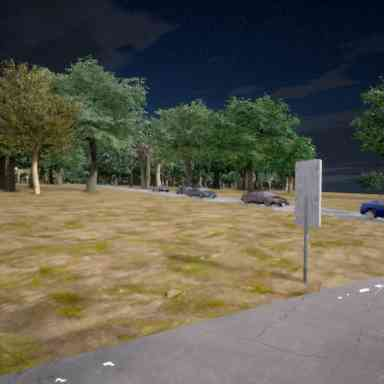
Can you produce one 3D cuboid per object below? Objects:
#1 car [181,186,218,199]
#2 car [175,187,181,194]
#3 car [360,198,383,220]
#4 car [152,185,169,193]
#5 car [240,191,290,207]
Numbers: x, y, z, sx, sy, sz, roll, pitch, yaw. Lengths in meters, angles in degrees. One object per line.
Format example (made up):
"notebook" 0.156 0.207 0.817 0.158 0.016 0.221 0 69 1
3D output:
"car" 1.144 0.120 42.123 2.033 1.411 5.357 2 1 -29
"car" -1.072 -0.233 52.733 1.994 1.385 4.181 2 2 -28
"car" 13.017 1.107 20.548 1.882 1.535 5.008 1 2 -30
"car" -5.834 -0.662 61.321 1.994 1.385 4.181 2 2 -29
"car" 6.823 0.630 31.711 2.033 1.411 5.357 2 2 -29
